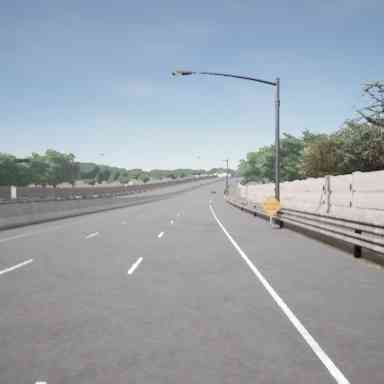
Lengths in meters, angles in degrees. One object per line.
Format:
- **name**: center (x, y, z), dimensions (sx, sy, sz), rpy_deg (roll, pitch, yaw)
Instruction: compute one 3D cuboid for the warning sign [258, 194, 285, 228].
- **warning sign**: center (4.766, 1.127, 19.960), dimensions (1.300, 1.860, 1.060), rpy_deg (2, 2, 1)
